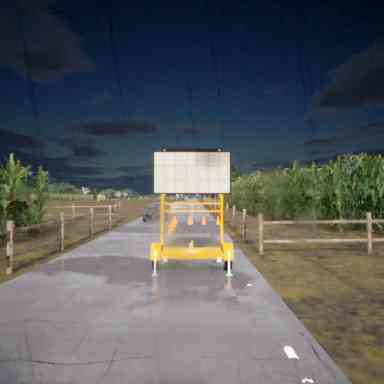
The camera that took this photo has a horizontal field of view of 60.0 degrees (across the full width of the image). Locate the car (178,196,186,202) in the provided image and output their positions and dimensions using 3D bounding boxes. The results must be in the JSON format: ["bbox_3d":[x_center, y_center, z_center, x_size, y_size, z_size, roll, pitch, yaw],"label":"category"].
[{"bbox_3d":[-2.742,1.834,89.720,1.837,1.490,4.892,0,-1,0],"label":"car"}]

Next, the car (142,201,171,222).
[{"bbox_3d":[-2.748,1.522,26.198,1.837,1.490,4.892,0,0,0],"label":"car"}]

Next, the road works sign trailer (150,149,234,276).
[{"bbox_3d":[0.002,0.465,10.333,2.380,3.560,2.880,0,0,0],"label":"road works sign trailer"}]
